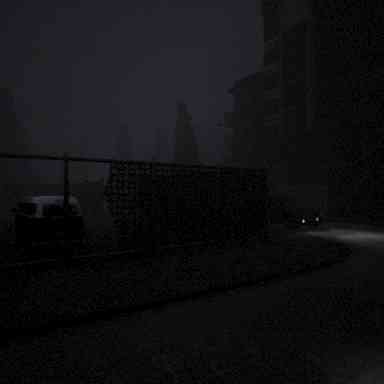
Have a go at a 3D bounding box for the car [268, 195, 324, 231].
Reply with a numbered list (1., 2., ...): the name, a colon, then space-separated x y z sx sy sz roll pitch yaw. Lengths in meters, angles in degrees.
1. car: 5.515 1.203 21.146 2.150 2.045 5.566 0 0 -35
